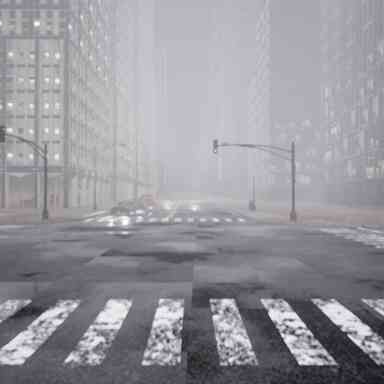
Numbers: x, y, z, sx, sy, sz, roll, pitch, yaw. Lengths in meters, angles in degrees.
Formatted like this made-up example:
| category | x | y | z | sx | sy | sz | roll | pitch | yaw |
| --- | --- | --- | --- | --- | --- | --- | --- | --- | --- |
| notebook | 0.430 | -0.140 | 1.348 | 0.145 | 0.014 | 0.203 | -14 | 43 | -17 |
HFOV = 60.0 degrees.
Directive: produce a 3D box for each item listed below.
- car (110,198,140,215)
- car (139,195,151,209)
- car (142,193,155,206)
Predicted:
| category | x | y | z | sx | sy | sz | roll | pitch | yaw |
| --- | --- | --- | --- | --- | --- | --- | --- | --- | --- |
| car | -7.071 | 1.620 | 34.609 | 1.895 | 1.301 | 4.718 | 0 | 0 | 2 |
| car | -7.219 | 1.514 | 44.866 | 2.128 | 1.511 | 4.902 | 0 | 0 | -1 |
| car | -7.378 | 1.246 | 55.501 | 2.150 | 2.045 | 5.566 | 0 | 0 | -1 |
